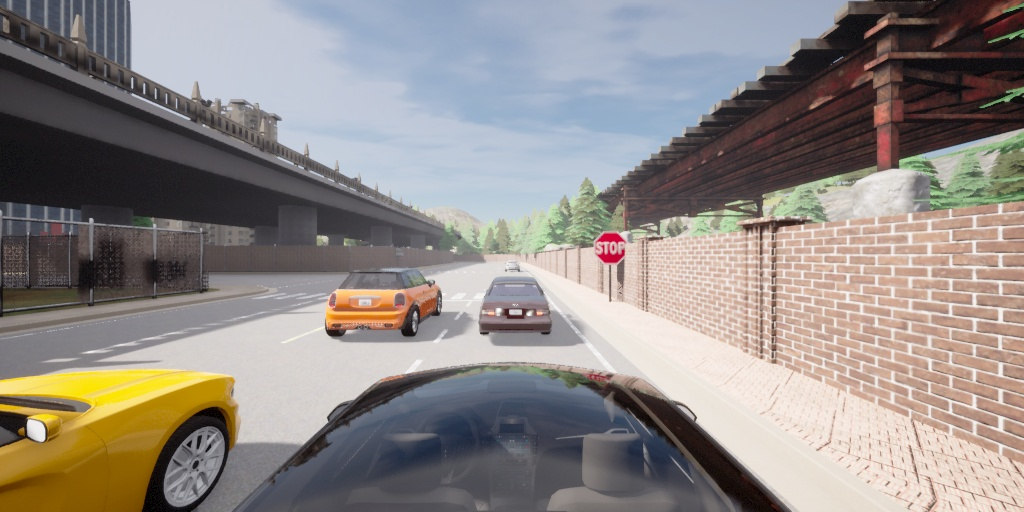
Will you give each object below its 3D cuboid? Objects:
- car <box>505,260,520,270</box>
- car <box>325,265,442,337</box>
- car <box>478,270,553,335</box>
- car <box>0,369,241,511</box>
[{"bbox_3d":[0.059,1.276,46.357,1.812,1.442,4.674,0,0,-1],"label":"car"},{"bbox_3d":[-3.425,1.102,10.471,2.097,1.767,4.553,0,0,0],"label":"car"},{"bbox_3d":[0.077,1.297,10.494,2.033,1.411,5.357,0,0,0],"label":"car"},{"bbox_3d":[-3.398,1.228,1.213,1.882,1.535,5.008,0,0,0],"label":"car"}]
